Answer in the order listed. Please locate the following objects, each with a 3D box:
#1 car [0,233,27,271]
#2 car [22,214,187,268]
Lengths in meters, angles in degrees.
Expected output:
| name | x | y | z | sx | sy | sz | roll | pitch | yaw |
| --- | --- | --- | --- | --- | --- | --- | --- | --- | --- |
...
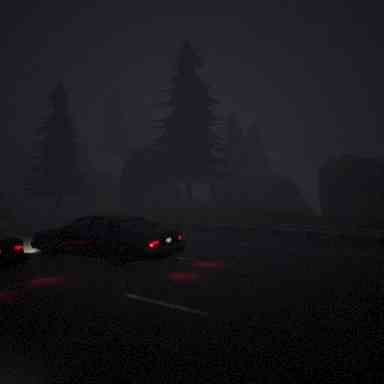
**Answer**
| name | x | y | z | sx | sy | sz | roll | pitch | yaw |
| --- | --- | --- | --- | --- | --- | --- | --- | --- | --- |
| car | -6.854 | 1.486 | 9.138 | 5.357 | 1.411 | 2.033 | 0 | 1 | 29 |
| car | -2.819 | 1.424 | 10.719 | 5.357 | 1.411 | 2.033 | 0 | 1 | 30 |
